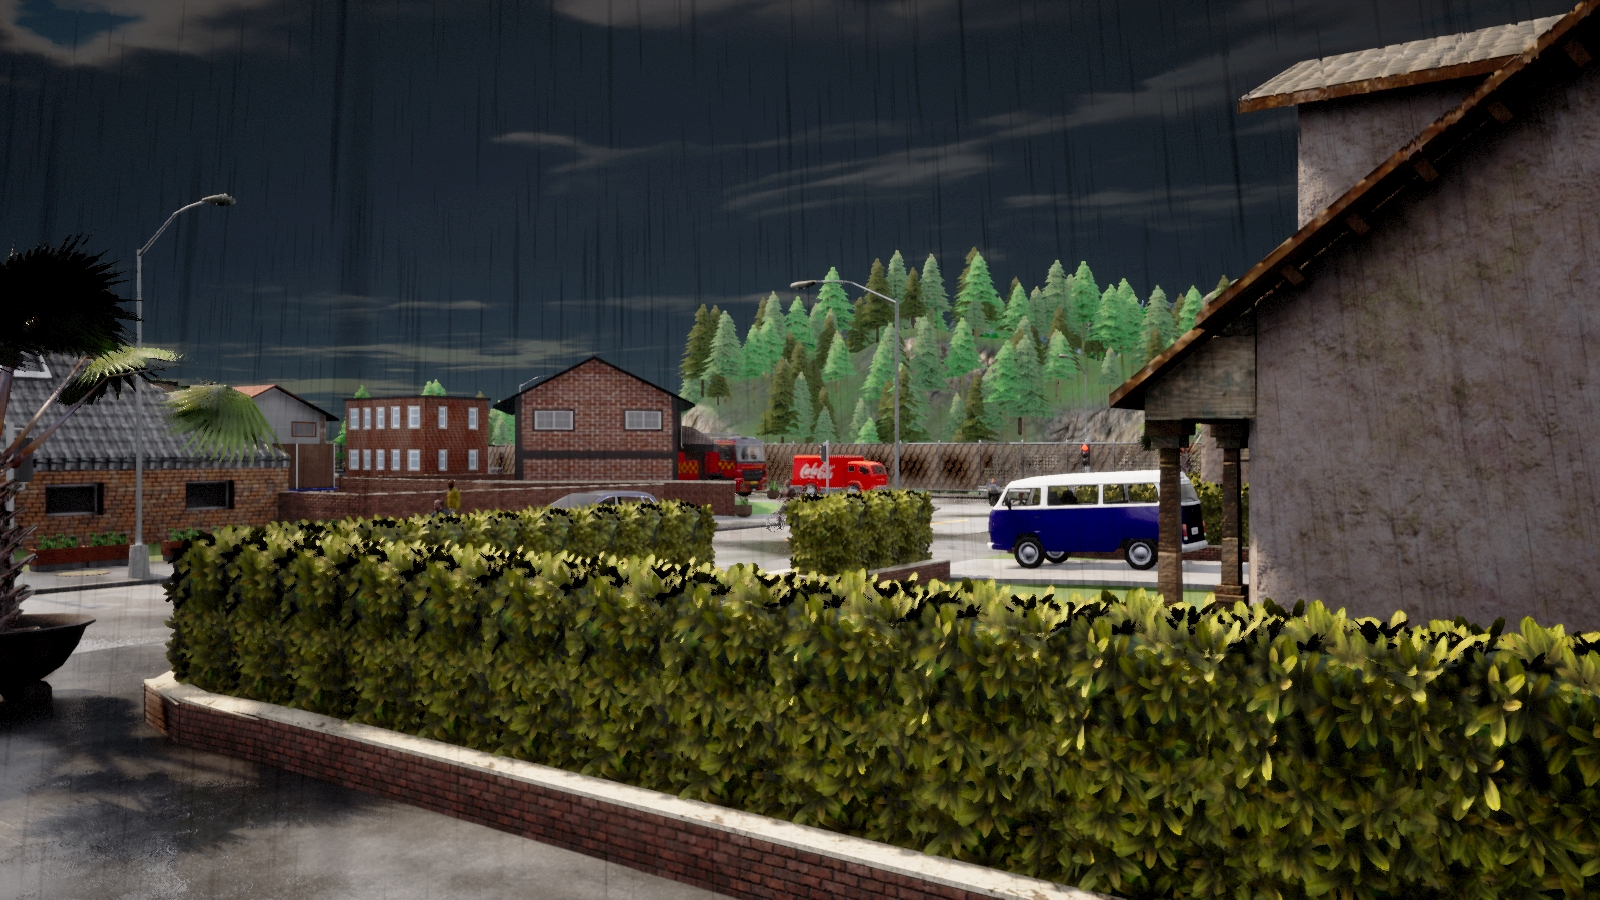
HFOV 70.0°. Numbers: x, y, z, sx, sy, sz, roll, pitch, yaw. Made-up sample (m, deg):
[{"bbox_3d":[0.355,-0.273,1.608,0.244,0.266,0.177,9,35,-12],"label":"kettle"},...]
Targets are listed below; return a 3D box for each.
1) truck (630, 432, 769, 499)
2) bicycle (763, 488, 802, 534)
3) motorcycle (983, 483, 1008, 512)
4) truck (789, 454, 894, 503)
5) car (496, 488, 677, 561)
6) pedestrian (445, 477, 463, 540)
[{"bbox_3d":[-6.146,0.872,69.167,8.468,3.827,2.891,0,0,35],"label":"truck"},{"bbox_3d":[-0.581,2.051,38.748,0.329,1.471,1.835,0,0,35],"label":"bicycle"},{"bbox_3d":[9.055,2.177,52.861,0.803,1.199,2.033,-4,-1,16],"label":"motorcycle"},{"bbox_3d":[2.279,1.538,63.279,5.204,2.467,2.627,1,1,35],"label":"truck"},{"bbox_3d":[-5.756,1.958,31.296,2.242,1.667,4.611,0,0,35],"label":"car"},{"bbox_3d":[-10.268,1.732,33.910,0.375,1.860,0.375,0,0,33],"label":"pedestrian"}]
